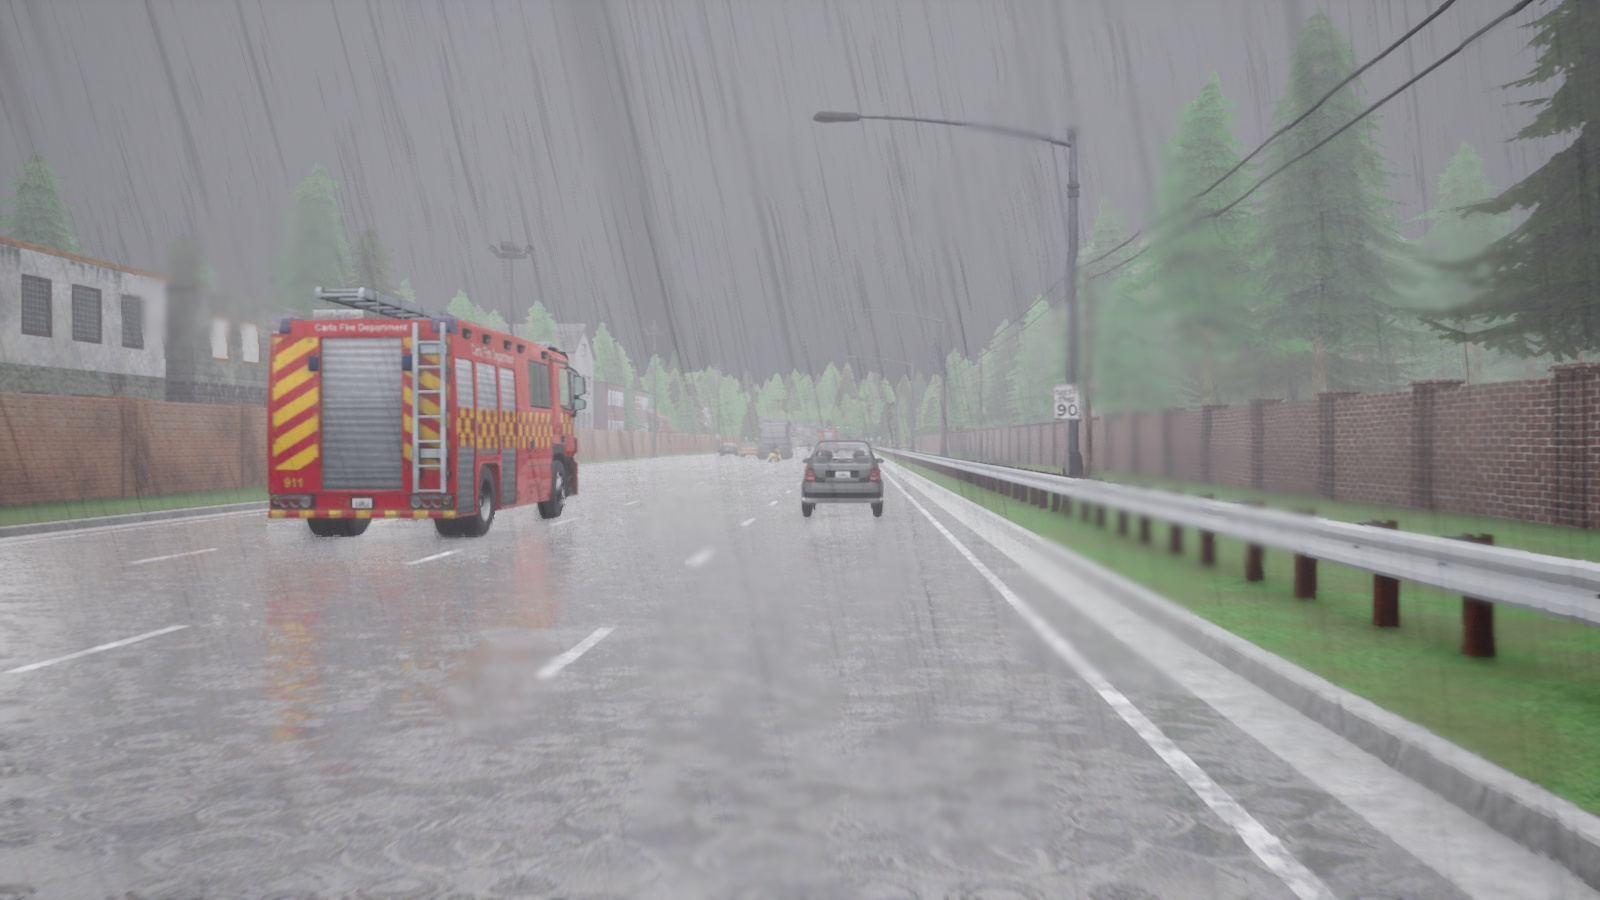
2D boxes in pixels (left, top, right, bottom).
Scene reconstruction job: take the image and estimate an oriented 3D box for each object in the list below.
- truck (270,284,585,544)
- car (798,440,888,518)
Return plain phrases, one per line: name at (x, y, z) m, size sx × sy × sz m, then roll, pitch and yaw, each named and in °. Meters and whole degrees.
truck at (-6.244, -0.556, 22.817) m, size 2.891 × 3.827 × 8.468 m, roll 0°, pitch 0°, yaw 2°
car at (0.942, 0.571, 26.978) m, size 1.789 × 1.549 × 3.705 m, roll 0°, pitch 1°, yaw 2°
